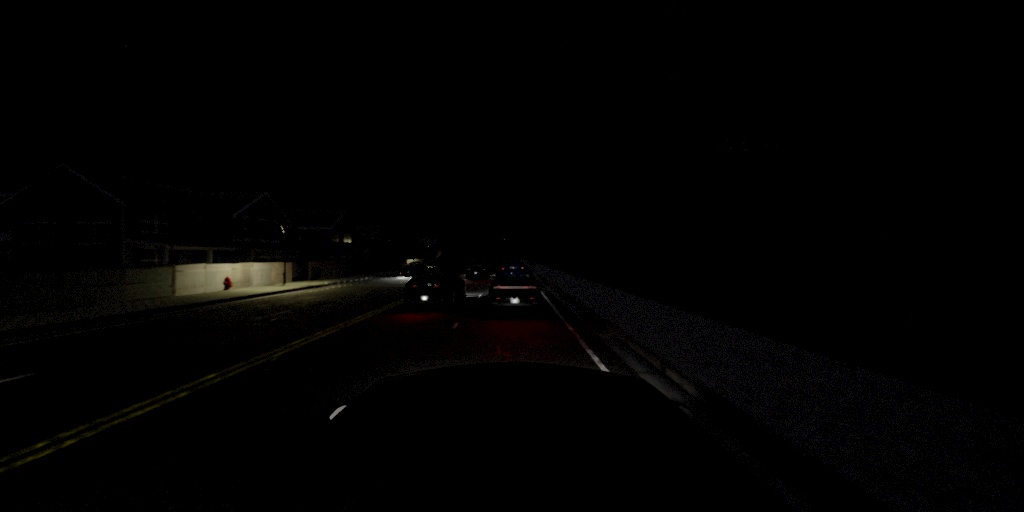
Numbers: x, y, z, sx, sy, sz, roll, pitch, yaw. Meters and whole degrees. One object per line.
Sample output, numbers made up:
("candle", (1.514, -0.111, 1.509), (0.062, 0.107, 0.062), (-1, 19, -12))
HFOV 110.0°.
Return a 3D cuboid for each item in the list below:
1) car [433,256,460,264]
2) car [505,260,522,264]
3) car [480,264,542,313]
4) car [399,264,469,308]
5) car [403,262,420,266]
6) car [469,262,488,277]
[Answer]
("car", (-6.606, 0.980, 36.395), (2.150, 2.045, 5.566), (0, 0, 0))
("car", (0.094, 1.113, 32.059), (2.097, 1.767, 4.553), (0, 0, 0))
("car", (0.097, 1.247, 14.052), (2.128, 1.511, 4.902), (0, 0, 0))
("car", (-3.154, 1.261, 15.342), (1.837, 1.490, 4.892), (0, 0, 0))
("car", (-9.853, 1.325, 36.028), (1.994, 1.385, 4.181), (0, 0, 0))
("car", (-3.157, 1.287, 33.441), (1.812, 1.442, 4.674), (0, 0, 0))
